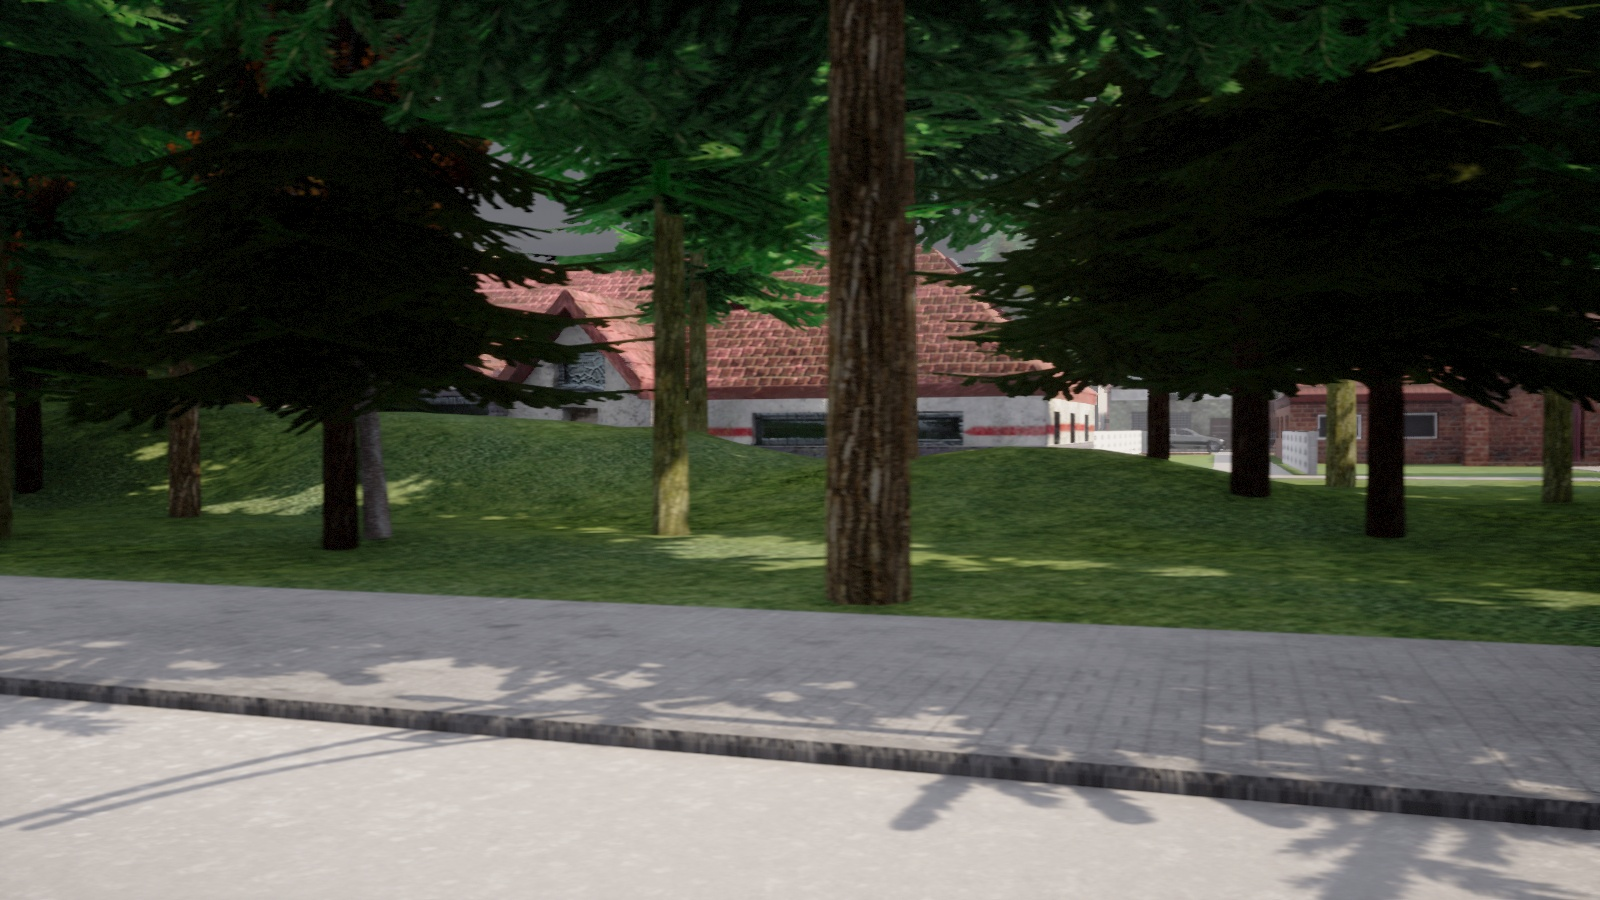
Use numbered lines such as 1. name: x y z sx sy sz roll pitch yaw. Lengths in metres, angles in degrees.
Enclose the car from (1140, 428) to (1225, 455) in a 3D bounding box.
1. car: 23.822 -0.557 78.175 5.027 1.651 2.152 1 1 19
